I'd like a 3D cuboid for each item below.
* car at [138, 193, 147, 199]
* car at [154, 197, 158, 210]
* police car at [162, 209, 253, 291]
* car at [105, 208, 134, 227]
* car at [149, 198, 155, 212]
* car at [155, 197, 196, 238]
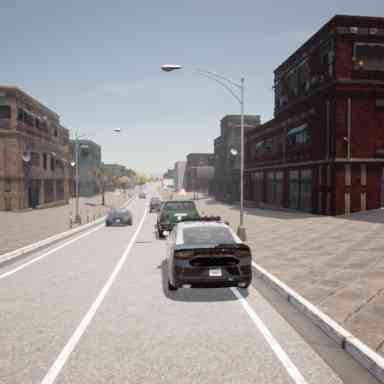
[{"bbox_3d":[-12.098,0.936,81.134,1.837,1.490,4.892,0,2,-7],"label":"car"},{"bbox_3d":[-1.579,1.622,25.287,2.150,2.045,5.566,0,-1,-7],"label":"car"},{"bbox_3d":[0.230,1.479,9.381,1.930,1.638,5.238,0,-1,-6],"label":"police car"},{"bbox_3d":[-5.805,2.022,26.982,1.994,1.385,4.181,0,-1,-7],"label":"car"},{"bbox_3d":[-4.951,1.997,46.295,1.837,1.490,4.892,0,-1,-7],"label":"car"},{"bbox_3d":[-0.875,1.466,19.318,2.150,2.045,5.566,0,-1,-7],"label":"car"}]
